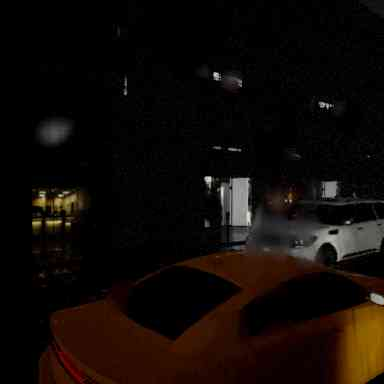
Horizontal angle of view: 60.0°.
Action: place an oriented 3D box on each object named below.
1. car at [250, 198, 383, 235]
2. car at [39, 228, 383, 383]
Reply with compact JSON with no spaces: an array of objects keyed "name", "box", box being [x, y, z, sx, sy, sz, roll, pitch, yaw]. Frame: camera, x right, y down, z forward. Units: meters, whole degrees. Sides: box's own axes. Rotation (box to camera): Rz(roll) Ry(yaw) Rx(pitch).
[{"name":"car","box":[4.204,1.222,10.240,5.566,2.045,2.150,0,0,-36]},{"name":"car","box":[0.926,1.478,3.975,5.008,1.535,1.882,0,0,-36]}]
